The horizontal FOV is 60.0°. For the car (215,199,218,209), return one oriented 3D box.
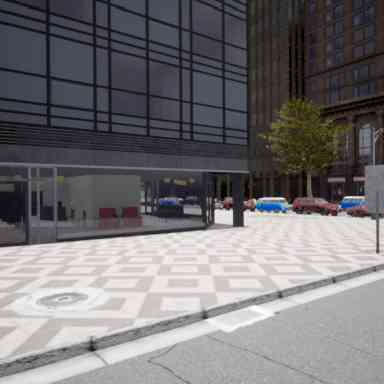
[{"bbox_3d":[2.884,1.911,48.311,2.008,1.369,4.403,-1,0,-35],"label":"car"}]

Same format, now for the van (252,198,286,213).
[{"bbox_3d":[9.458,1.595,39.050,1.690,1.788,3.998,-1,0,-35],"label":"van"}]

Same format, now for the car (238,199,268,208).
[{"bbox_3d":[9.730,1.799,53.393,1.752,1.417,4.829,-1,0,-35],"label":"car"}]

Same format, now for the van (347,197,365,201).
[{"bbox_3d":[19.692,1.451,39.364,1.690,1.788,3.998,-1,0,-35],"label":"van"}]

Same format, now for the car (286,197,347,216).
[{"bbox_3d":[12.747,1.513,34.420,2.192,1.841,5.009,-1,0,-35],"label":"car"}]

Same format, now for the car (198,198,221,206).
[{"bbox_3d":[3.251,1.924,62.513,2.008,1.369,4.403,-1,0,-35],"label":"car"}]

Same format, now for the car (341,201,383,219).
[{"bbox_3d":[16.043,1.723,29.790,1.802,1.307,4.206,-1,0,-35],"label":"car"}]

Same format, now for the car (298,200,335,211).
[{"bbox_3d":[16.408,1.732,43.995,1.947,1.339,4.313,-1,0,-35],"label":"car"}]

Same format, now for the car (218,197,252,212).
[{"bbox_3d":[6.168,1.623,43.680,2.192,1.841,5.009,-1,0,-35],"label":"car"}]

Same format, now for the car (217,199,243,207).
[{"bbox_3d":[6.540,1.868,57.884,1.887,1.381,4.507,-1,0,-35],"label":"car"}]
